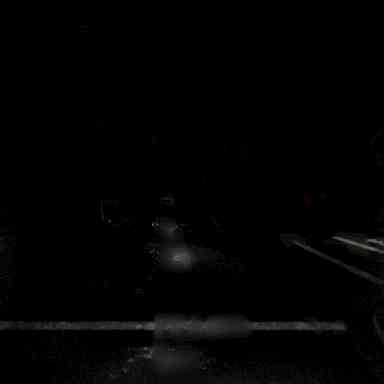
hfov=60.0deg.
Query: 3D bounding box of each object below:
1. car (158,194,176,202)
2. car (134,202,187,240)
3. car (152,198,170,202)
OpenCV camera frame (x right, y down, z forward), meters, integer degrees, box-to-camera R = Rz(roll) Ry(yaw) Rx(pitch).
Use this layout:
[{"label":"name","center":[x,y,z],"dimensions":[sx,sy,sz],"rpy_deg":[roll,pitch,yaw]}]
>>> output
[{"label":"car","center":[-3.558,1.238,47.996],"dimensions":[2.150,2.045,5.566],"rpy_deg":[0,0,0]},{"label":"car","center":[-1.759,1.504,17.273],"dimensions":[2.128,1.511,4.902],"rpy_deg":[0,0,-20]},{"label":"car","center":[-3.585,1.611,33.802],"dimensions":[1.895,1.301,4.718],"rpy_deg":[0,0,0]}]
